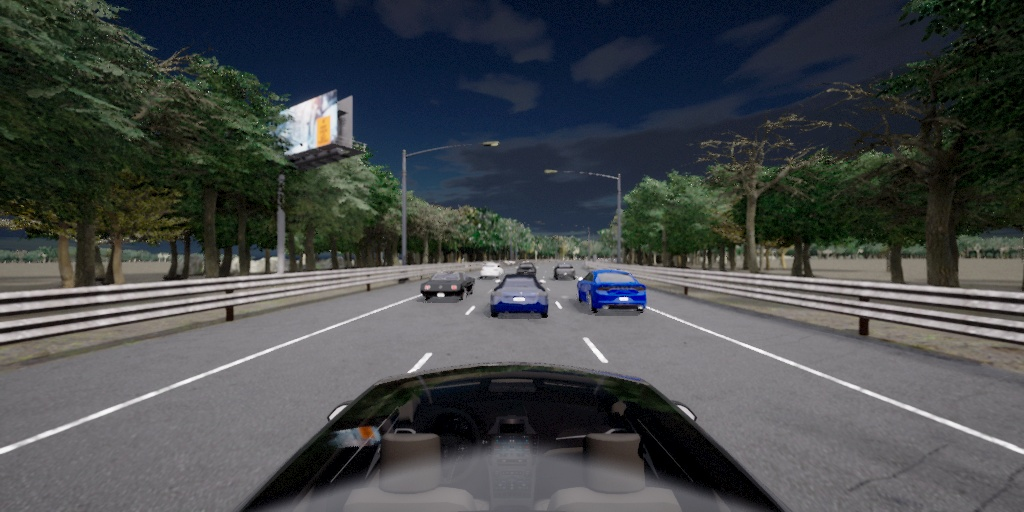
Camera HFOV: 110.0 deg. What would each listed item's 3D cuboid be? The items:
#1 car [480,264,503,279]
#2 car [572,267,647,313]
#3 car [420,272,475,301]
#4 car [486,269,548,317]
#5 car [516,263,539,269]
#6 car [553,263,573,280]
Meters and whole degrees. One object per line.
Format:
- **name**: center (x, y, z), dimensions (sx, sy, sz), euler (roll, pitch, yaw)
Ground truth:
- **car**: center (-1.973, 1.469, 35.370), dimensions (1.812, 1.442, 4.674), euler (0, 0, 5)
- **car**: center (3.835, 1.299, 14.501), dimensions (1.882, 1.535, 5.008), euler (0, 0, 2)
- **car**: center (-3.047, 1.442, 18.085), dimensions (1.895, 1.301, 4.718), euler (0, 0, 2)
- **car**: center (0.302, 1.381, 13.576), dimensions (1.994, 1.385, 4.181), euler (0, 0, 2)
- **car**: center (1.469, 1.443, 34.556), dimensions (1.837, 1.490, 4.892), euler (0, -1, 5)
- **car**: center (4.965, 1.429, 34.328), dimensions (2.128, 1.511, 4.902), euler (0, 0, 5)
